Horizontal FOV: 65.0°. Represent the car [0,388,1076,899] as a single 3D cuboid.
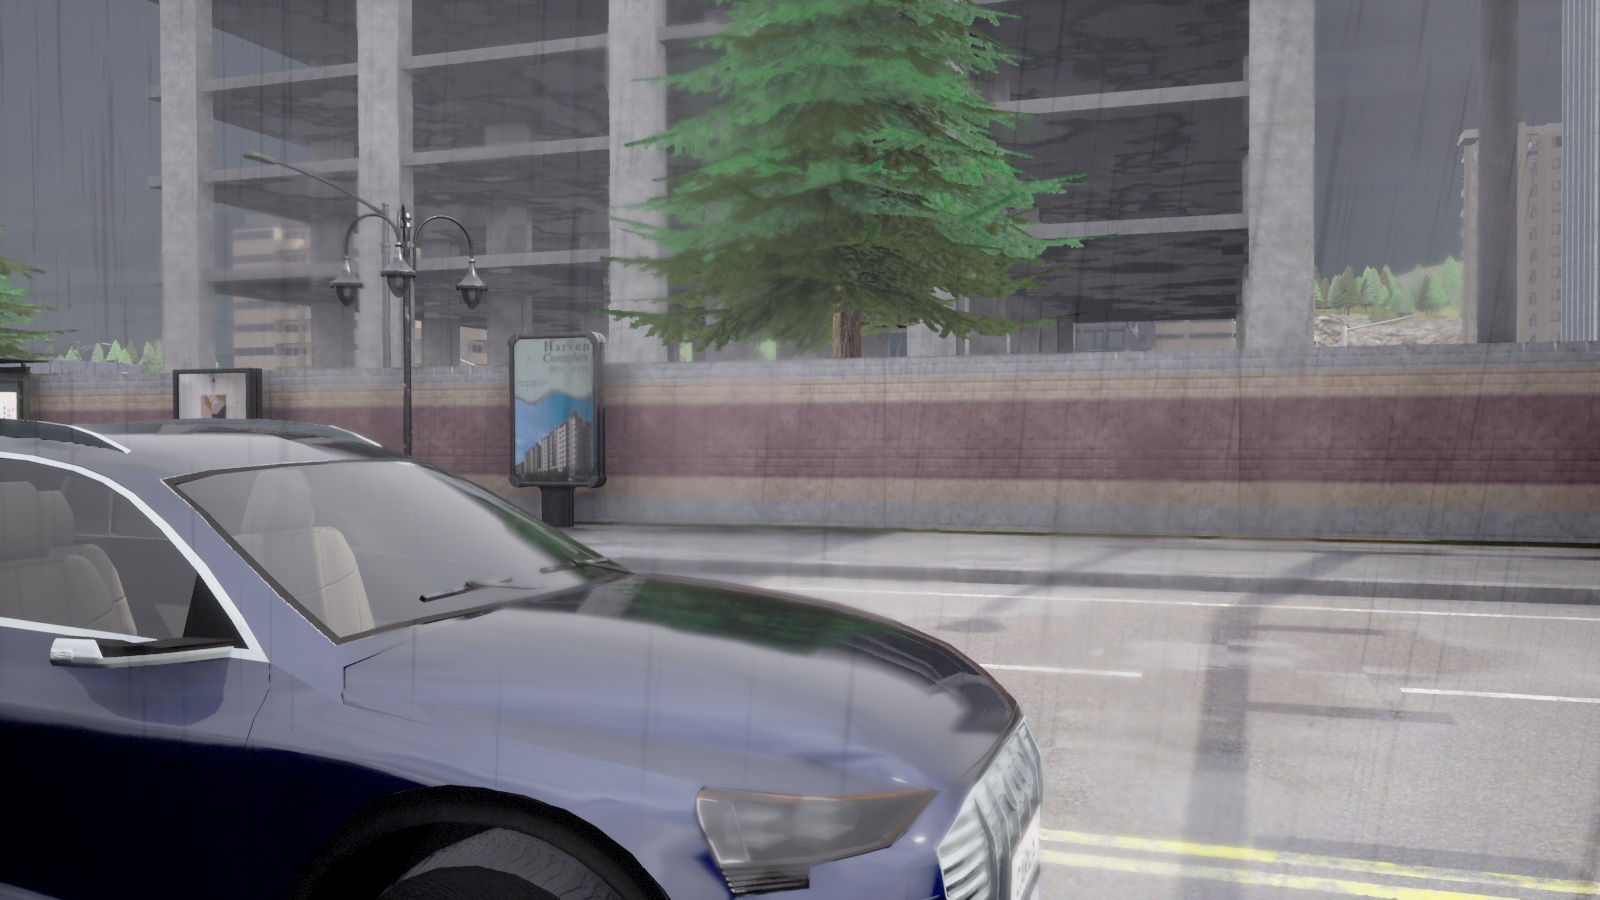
[{"bbox_3d":[-1.758,0.689,3.783,4.856,1.649,2.033,1,1,19],"label":"car"}]
